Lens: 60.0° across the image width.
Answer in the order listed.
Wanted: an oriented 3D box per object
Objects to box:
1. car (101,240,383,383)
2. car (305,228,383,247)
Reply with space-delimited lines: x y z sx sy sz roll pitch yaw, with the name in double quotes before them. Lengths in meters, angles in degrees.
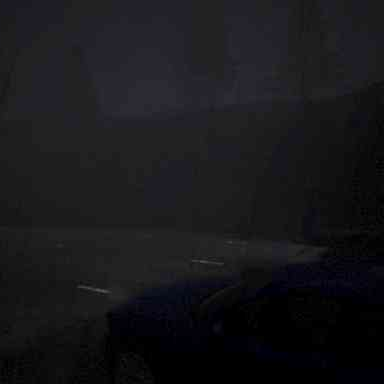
"car" 1.266 1.409 3.085 5.008 1.535 1.882 0 1 35
"car" 2.998 1.461 6.277 4.718 1.301 1.895 0 1 34
